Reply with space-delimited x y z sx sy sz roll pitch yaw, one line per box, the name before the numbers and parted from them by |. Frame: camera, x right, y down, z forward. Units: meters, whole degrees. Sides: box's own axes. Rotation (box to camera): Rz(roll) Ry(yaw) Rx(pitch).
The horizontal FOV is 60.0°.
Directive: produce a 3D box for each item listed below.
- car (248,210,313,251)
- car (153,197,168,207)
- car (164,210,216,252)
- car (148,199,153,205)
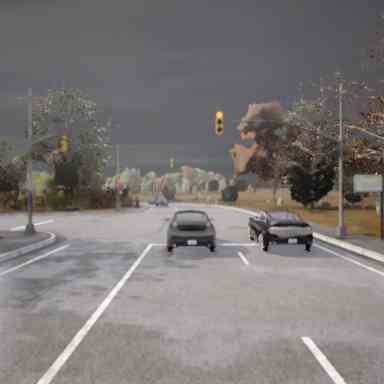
car | 3.555 1.505 14.073 2.128 1.511 4.902 0 0 1
car | -5.504 1.753 61.072 2.097 1.767 4.553 0 -1 -8
car | -0.092 1.519 14.066 1.837 1.490 4.892 0 0 -2
car | -8.818 2.299 76.235 2.033 1.411 5.357 0 -1 -16
